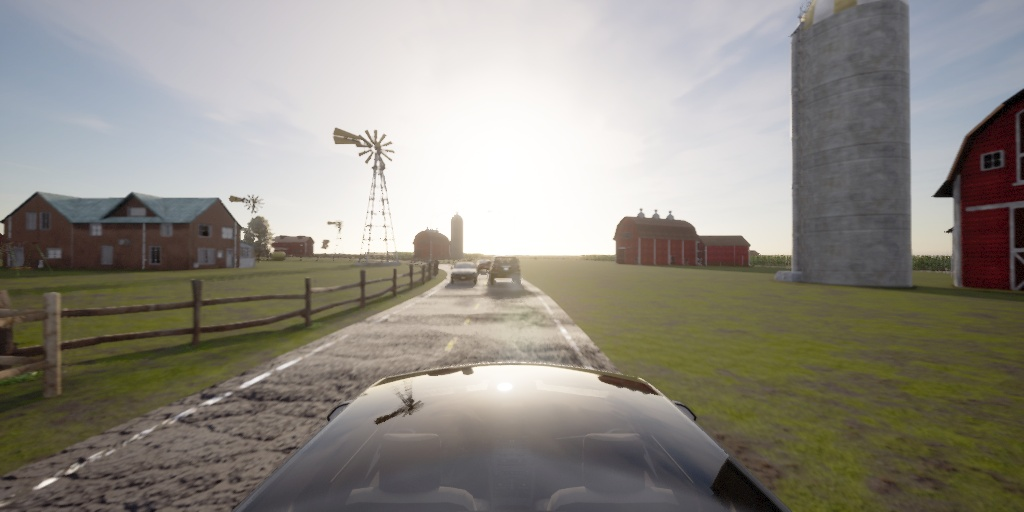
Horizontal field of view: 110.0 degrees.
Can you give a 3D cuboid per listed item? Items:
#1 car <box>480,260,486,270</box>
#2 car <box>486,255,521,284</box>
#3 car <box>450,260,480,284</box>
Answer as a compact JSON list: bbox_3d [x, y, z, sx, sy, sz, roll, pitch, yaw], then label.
[{"bbox_3d":[-3.657,1.193,45.745,1.882,1.535,5.008,0,0,-13],"label":"car"},{"bbox_3d":[-0.626,0.959,26.830,2.150,2.045,5.566,0,0,-5],"label":"car"},{"bbox_3d":[-3.513,1.214,26.823,1.882,1.535,5.008,0,0,-5],"label":"car"}]
